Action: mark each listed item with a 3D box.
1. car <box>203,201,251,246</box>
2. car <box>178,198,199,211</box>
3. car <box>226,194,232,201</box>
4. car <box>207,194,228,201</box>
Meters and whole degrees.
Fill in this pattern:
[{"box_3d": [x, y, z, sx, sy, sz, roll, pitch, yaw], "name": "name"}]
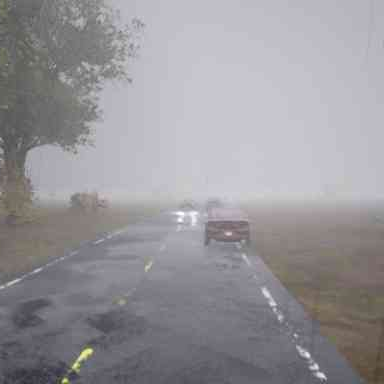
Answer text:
[{"box_3d": [1.511, 1.402, 14.982, 1.882, 1.535, 5.008, 0, 0, 3], "name": "car"}, {"box_3d": [-0.317, 1.394, 38.306, 1.895, 1.301, 4.718, 0, 0, 8], "name": "car"}, {"box_3d": [4.556, 1.329, 50.052, 1.895, 1.301, 4.718, 0, 0, 11], "name": "car"}, {"box_3d": [2.620, 1.308, 37.061, 1.837, 1.490, 4.892, 0, 0, 9], "name": "car"}]
